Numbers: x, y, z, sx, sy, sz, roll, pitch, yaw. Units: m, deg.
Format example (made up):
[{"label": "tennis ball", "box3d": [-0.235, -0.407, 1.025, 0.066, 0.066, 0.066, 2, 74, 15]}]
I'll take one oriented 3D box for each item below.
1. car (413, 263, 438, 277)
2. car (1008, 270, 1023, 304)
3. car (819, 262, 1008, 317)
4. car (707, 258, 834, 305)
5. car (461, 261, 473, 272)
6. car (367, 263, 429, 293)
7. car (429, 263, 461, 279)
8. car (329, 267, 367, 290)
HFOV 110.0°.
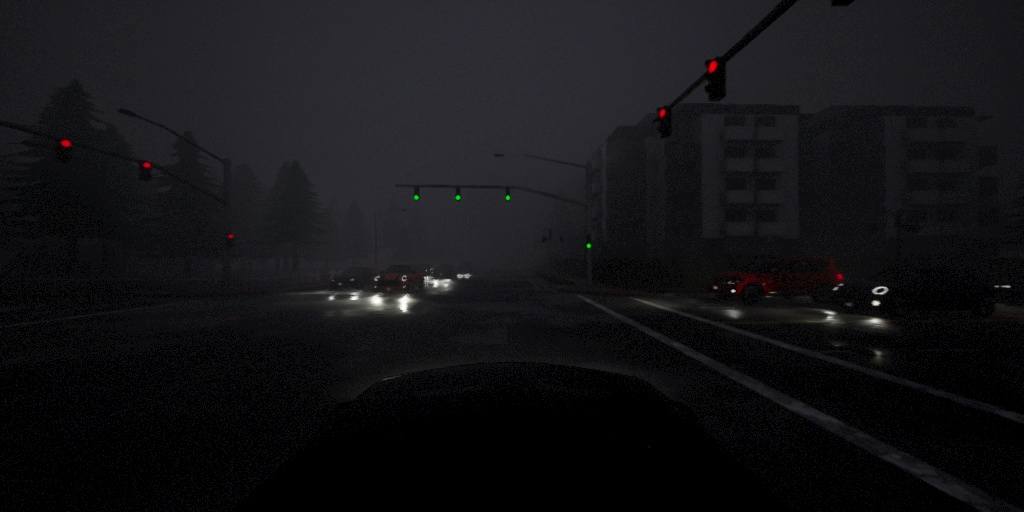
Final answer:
[{"label": "car", "box3d": [-10.556, 1.655, 43.913, 1.837, 1.490, 4.892, 0, 0, 0]}, {"label": "car", "box3d": [24.499, 1.384, 16.851, 4.902, 1.511, 2.128, 0, -1, 3]}, {"label": "car", "box3d": [14.704, 1.211, 13.348, 4.553, 1.767, 2.097, 0, -1, -1]}, {"label": "car", "box3d": [12.208, 1.114, 16.797, 5.566, 2.045, 2.150, 0, -1, -2]}, {"label": "car", "box3d": [-6.972, 1.489, 53.958, 2.128, 1.511, 4.902, 0, -1, 0]}, {"label": "car", "box3d": [-6.988, 1.300, 22.556, 2.097, 1.767, 4.553, 0, 0, 0]}, {"label": "car", "box3d": [-7.072, 1.587, 38.124, 2.128, 1.511, 4.902, 0, -1, 0]}, {"label": "car", "box3d": [-10.661, 1.496, 24.808, 1.812, 1.442, 4.674, 0, -1, 3]}]
